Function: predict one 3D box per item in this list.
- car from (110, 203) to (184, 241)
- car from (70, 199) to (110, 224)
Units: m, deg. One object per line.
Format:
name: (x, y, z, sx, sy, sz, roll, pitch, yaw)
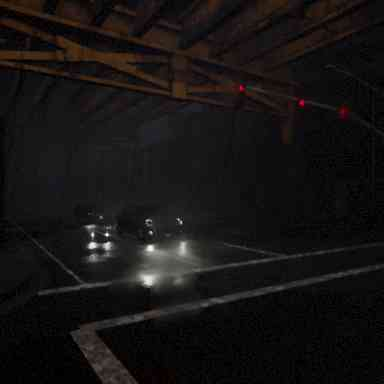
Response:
car: (-2.284, 1.409, 17.143, 2.097, 1.767, 4.553, 0, 0, -33)
car: (-7.787, 1.563, 25.744, 2.128, 1.511, 4.902, 0, 0, -33)
